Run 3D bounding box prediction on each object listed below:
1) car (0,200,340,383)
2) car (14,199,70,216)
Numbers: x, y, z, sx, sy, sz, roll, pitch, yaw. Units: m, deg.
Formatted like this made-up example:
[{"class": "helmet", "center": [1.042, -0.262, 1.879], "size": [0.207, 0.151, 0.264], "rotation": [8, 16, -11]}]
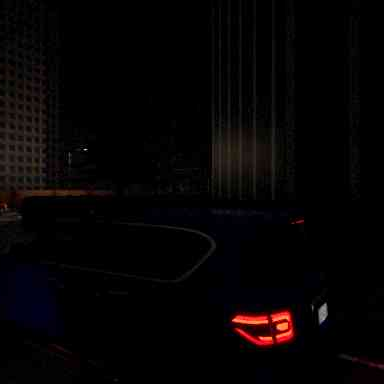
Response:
[{"class": "car", "center": [-0.958, 1.221, 4.671], "size": [5.566, 2.045, 2.150], "rotation": [0, 0, 35]}, {"class": "car", "center": [-15.403, 1.533, 34.354], "size": [1.882, 1.535, 5.008], "rotation": [0, 0, 35]}]
